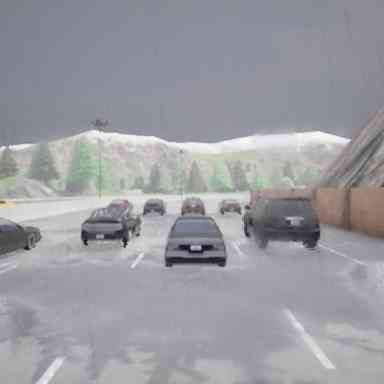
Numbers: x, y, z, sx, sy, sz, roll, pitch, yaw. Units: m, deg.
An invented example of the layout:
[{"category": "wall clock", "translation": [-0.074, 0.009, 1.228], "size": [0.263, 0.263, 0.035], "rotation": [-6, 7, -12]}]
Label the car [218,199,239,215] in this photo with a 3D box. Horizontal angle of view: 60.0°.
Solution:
[{"category": "car", "translation": [3.601, 1.382, 32.118], "size": [1.812, 1.442, 4.674], "rotation": [0, 0, 0]}]

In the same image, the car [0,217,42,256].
[{"category": "car", "translation": [-6.899, 1.498, 10.839], "size": [2.033, 1.411, 5.357], "rotation": [0, 0, 0]}]

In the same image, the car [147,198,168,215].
[{"category": "car", "translation": [-3.399, 1.365, 31.090], "size": [1.837, 1.490, 4.892], "rotation": [0, 0, 0]}]

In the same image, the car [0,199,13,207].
[{"category": "car", "translation": [-17.591, 1.347, 29.003], "size": [1.882, 1.535, 5.008], "rotation": [0, 0, 0]}]

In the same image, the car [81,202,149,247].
[{"category": "car", "translation": [-3.400, 1.425, 14.729], "size": [2.128, 1.511, 4.902], "rotation": [0, 0, 0]}]

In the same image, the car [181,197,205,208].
[{"category": "car", "translation": [0.101, 1.214, 30.672], "size": [2.097, 1.767, 4.553], "rotation": [0, 0, 0]}]

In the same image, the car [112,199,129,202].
[{"category": "car", "translation": [-6.900, 1.381, 32.201], "size": [1.812, 1.442, 4.674], "rotation": [0, 0, 0]}]

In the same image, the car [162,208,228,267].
[{"category": "car", "translation": [0.101, 1.497, 11.234], "size": [2.033, 1.411, 5.357], "rotation": [0, 0, 0]}]

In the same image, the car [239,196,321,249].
[{"category": "car", "translation": [3.601, 1.157, 14.283], "size": [2.150, 2.045, 5.566], "rotation": [0, 0, 0]}]
